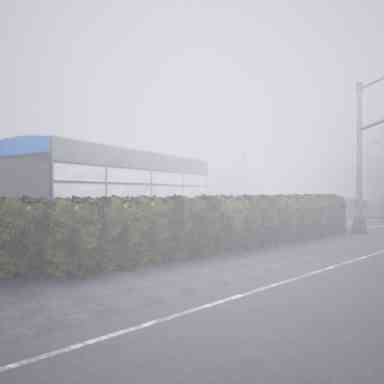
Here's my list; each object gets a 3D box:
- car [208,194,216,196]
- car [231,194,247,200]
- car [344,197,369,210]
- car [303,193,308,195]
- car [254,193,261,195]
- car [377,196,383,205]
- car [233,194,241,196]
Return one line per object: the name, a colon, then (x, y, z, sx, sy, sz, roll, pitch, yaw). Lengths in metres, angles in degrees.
car: (4.546, 1.297, 85.242, 4.514, 1.523, 2.007, 0, 0, -41)
car: (12.288, 1.231, 87.019, 3.806, 1.475, 1.970, 0, 0, -41)
car: (19.290, 1.339, 39.529, 4.514, 1.523, 2.007, 0, 0, -41)
car: (24.982, 1.076, 72.595, 3.866, 1.878, 1.905, 0, 0, -41)
car: (16.693, 1.152, 82.340, 5.027, 1.636, 2.152, 0, 0, -41)
car: (31.531, 1.383, 53.866, 3.806, 1.475, 1.970, 0, 0, -41)
car: (8.946, 1.297, 63.519, 4.514, 1.523, 2.007, 0, 0, -41)
